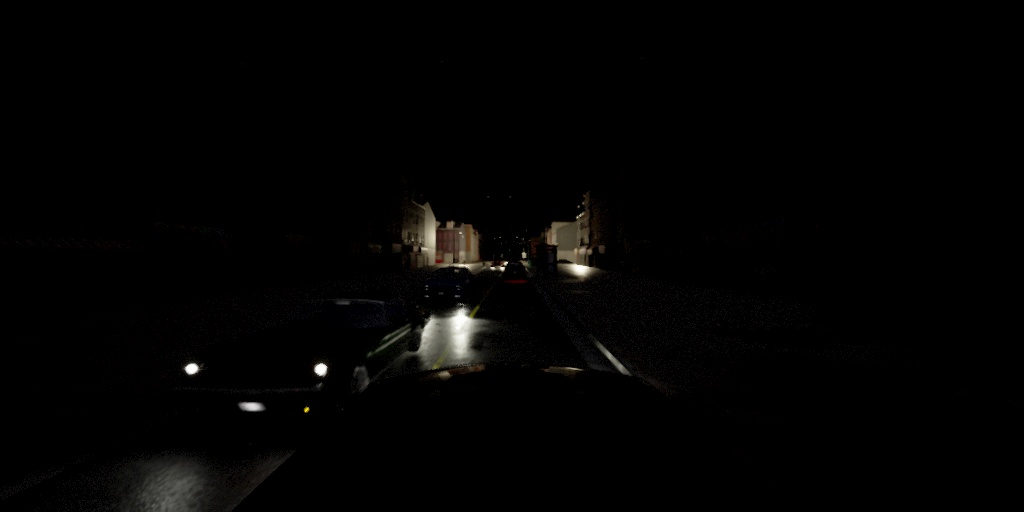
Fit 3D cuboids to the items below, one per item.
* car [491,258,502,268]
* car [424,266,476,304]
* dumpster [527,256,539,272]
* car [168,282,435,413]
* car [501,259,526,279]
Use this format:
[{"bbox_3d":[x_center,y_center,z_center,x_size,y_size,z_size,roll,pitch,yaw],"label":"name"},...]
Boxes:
[{"bbox_3d":[-2.523,1.106,63.082,2.097,1.767,4.553,0,0,1],"label":"car"},{"bbox_3d":[-2.781,1.210,16.588,1.882,1.535,5.008,0,0,0],"label":"car"},{"bbox_3d":[3.230,1.162,54.598,1.020,1.700,1.940,0,0,0],"label":"dumpster"},{"bbox_3d":[-2.841,1.339,6.133,1.895,1.301,4.718,0,0,0],"label":"car"},{"bbox_3d":[0.229,1.220,32.388,1.882,1.535,5.008,0,0,0],"label":"car"}]
